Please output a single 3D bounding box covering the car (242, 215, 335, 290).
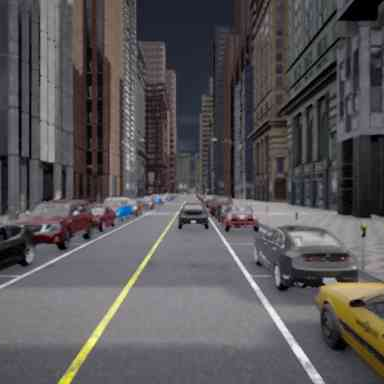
[{"bbox_3d":[2.755,1.547,8.862,2.008,1.369,4.403,0,0,0],"label":"car"}]

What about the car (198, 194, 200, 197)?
[{"bbox_3d":[2.726,1.542,65.225,1.947,1.339,4.313,0,0,0],"label":"car"}]

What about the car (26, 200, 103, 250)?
[{"bbox_3d":[-5.774,1.309,14.483,2.192,1.841,5.009,0,0,0],"label":"car"}]

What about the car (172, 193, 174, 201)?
[{"bbox_3d":[-5.805,1.416,76.487,1.967,1.590,4.097,0,0,0],"label":"car"}]

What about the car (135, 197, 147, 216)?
[{"bbox_3d":[-5.782,1.427,31.394,1.967,1.590,4.097,0,0,0],"label":"car"}]

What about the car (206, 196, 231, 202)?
[{"bbox_3d":[2.743,1.302,31.408,2.192,1.841,5.009,0,0,0],"label":"car"}]

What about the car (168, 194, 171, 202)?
[{"bbox_3d":[-5.799,1.527,65.213,2.008,1.369,4.403,0,0,0],"label":"car"}]

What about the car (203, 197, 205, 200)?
[{"bbox_3d":[2.738,1.548,42.680,1.947,1.339,4.313,0,0,0],"label":"car"}]

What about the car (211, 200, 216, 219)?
[{"bbox_3d":[2.747,1.555,25.771,1.947,1.339,4.313,0,0,0],"label":"car"}]

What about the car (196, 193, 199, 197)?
[{"bbox_3d":[2.712,1.559,93.407,1.802,1.307,4.206,0,0,0],"label":"car"}]

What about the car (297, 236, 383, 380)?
[{"bbox_3d":[2.758,1.524,3.396,1.752,1.417,4.829,0,0,0],"label":"car"}]

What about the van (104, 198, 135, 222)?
[{"bbox_3d":[-5.779,1.330,25.757,1.690,1.788,3.998,0,0,0],"label":"van"}]

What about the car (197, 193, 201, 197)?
[{"bbox_3d":[2.718,1.559,82.134,1.802,1.307,4.206,0,0,0],"label":"car"}]

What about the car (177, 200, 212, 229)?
[{"bbox_3d":[0.089,1.495,21.797,1.837,1.490,4.892,0,0,0],"label":"car"}]

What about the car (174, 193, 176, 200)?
[{"bbox_3d":[-5.808,1.292,82.124,2.192,1.841,5.009,0,0,0],"label":"car"}]

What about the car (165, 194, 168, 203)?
[{"bbox_3d":[-5.796,1.502,59.407,1.752,1.417,4.829,0,0,0],"label":"car"}]

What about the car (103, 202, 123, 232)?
[{"bbox_3d":[-5.776,1.536,20.121,1.887,1.381,4.507,0,0,0],"label":"car"}]

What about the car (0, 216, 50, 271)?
[{"bbox_3d":[-5.770,1.562,8.847,1.947,1.339,4.313,0,0,0],"label":"car"}]

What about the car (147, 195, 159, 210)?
[{"bbox_3d":[-5.787,1.422,42.668,1.967,1.590,4.097,0,0,0],"label":"car"}]

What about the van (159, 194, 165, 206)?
[{"bbox_3d":[-5.793,1.319,53.941,1.690,1.788,3.998,0,0,0],"label":"van"}]

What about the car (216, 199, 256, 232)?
[{"bbox_3d":[2.749,1.432,20.134,1.967,1.590,4.097,0,0,0],"label":"car"}]

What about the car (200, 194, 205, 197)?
[{"bbox_3d":[2.732,1.418,53.952,1.967,1.590,4.097,0,0,0],"label":"car"}]

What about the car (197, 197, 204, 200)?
[{"bbox_3d":[0.079,1.584,39.872,1.895,1.301,4.718,0,0,0],"label":"car"}]
